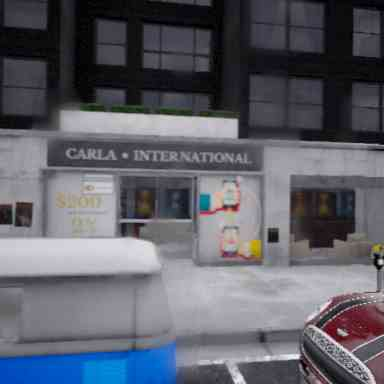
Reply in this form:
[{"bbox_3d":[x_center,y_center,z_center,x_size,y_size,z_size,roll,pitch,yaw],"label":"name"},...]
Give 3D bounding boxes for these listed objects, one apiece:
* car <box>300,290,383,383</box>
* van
[{"bbox_3d":[3.303,1.489,3.615,4.097,1.590,1.967,1,0,-9],"label":"car"},{"bbox_3d":[-2.045,1.305,2.802,3.998,1.788,1.690,1,0,-9],"label":"van"}]
